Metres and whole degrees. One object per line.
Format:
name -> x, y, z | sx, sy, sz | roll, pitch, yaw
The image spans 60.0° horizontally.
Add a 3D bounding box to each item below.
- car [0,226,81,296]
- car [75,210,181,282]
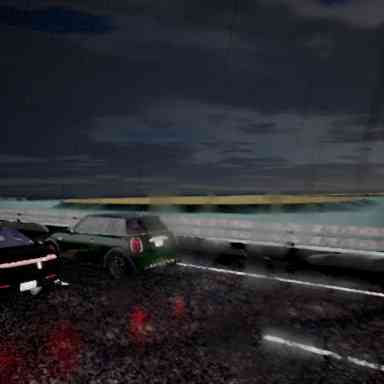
car -> -5.020, 1.549, 7.630 | 4.902, 1.511, 2.128 | 0, 0, 36
car -> -2.606, 1.413, 10.204 | 4.553, 1.767, 2.097 | 0, 0, 36
